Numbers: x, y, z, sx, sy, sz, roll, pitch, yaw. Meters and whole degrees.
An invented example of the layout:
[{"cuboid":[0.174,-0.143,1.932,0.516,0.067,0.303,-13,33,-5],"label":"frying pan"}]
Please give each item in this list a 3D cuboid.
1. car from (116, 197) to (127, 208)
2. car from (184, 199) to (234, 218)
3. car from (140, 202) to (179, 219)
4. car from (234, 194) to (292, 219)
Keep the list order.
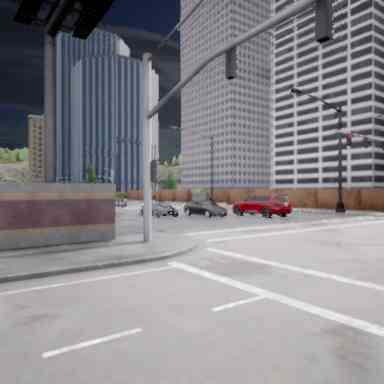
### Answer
[{"cuboid":[-10.736,1.446,46.196,2.128,1.511,4.902,0,0,-35],"label":"car"},{"cuboid":[1.148,1.456,29.286,1.837,1.490,4.892,0,1,-35],"label":"car"},{"cuboid":[-2.861,1.528,28.901,1.994,1.385,4.181,0,0,-35],"label":"car"},{"cuboid":[5.999,1.167,28.921,2.150,2.045,5.566,0,0,-36],"label":"car"}]
